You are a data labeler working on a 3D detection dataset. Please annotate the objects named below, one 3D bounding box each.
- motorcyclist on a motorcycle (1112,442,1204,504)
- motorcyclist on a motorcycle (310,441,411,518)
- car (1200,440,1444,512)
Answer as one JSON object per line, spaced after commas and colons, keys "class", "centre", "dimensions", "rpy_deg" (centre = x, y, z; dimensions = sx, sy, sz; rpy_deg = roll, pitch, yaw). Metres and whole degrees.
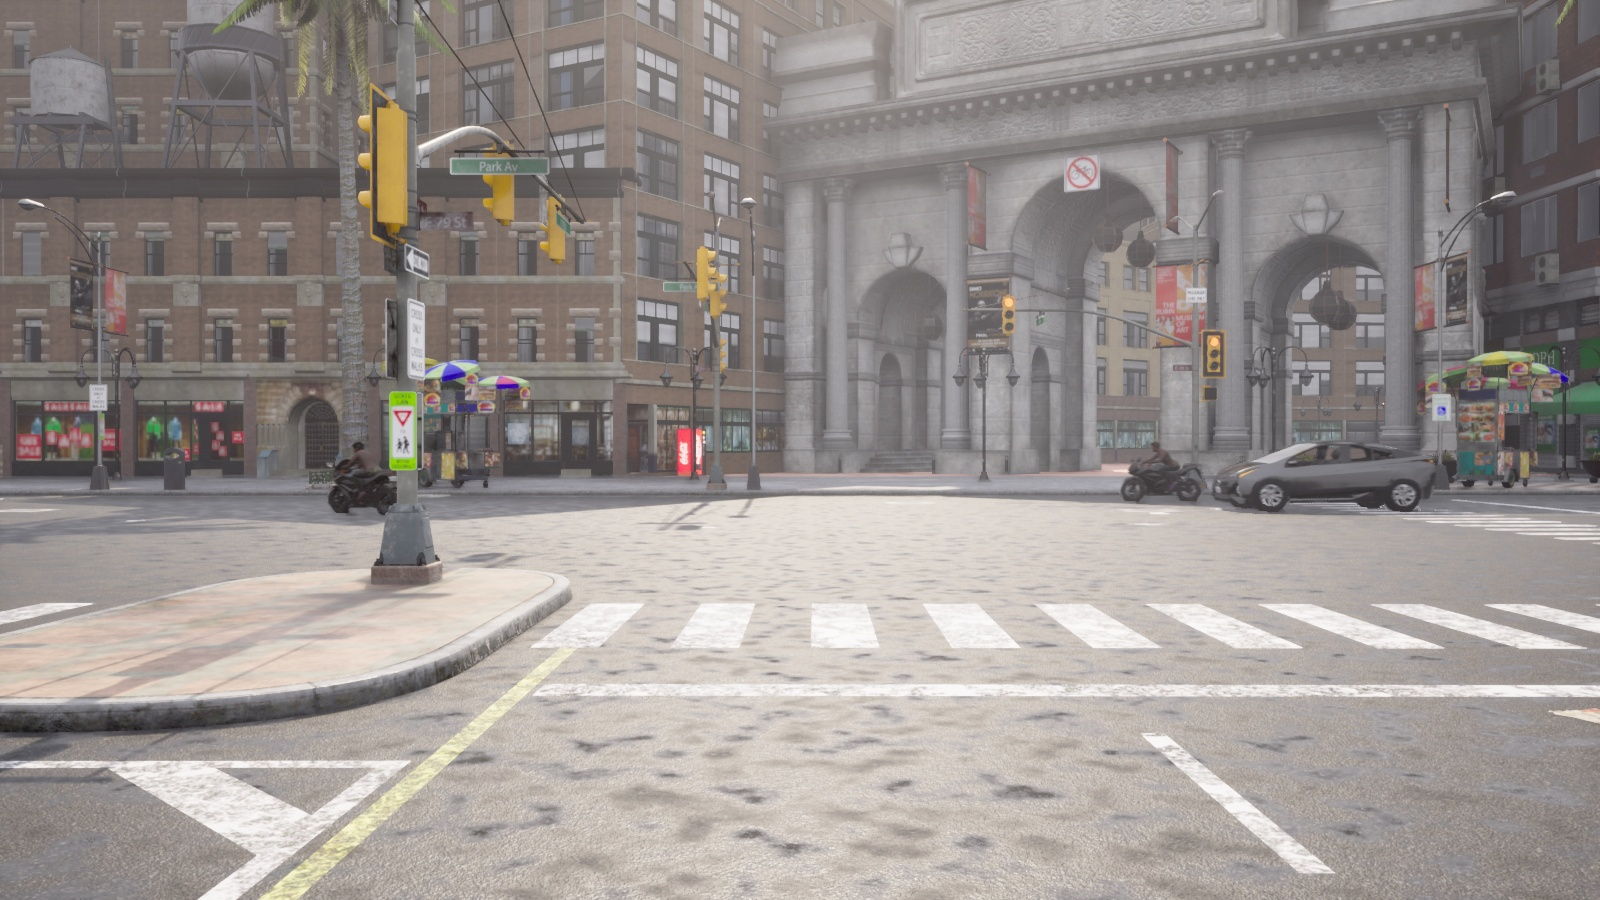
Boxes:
{"class": "motorcyclist on a motorcycle", "centre": [8.850, 0.560, 31.101], "dimensions": [2.044, 1.523, 0.797], "rpy_deg": [0, 0, 1]}
{"class": "motorcyclist on a motorcycle", "centre": [-8.982, 0.577, 25.647], "dimensions": [2.044, 1.523, 0.797], "rpy_deg": [0, 1, 31]}
{"class": "car", "centre": [11.360, 0.547, 27.565], "dimensions": [4.514, 1.525, 2.007], "rpy_deg": [0, 0, 1]}
